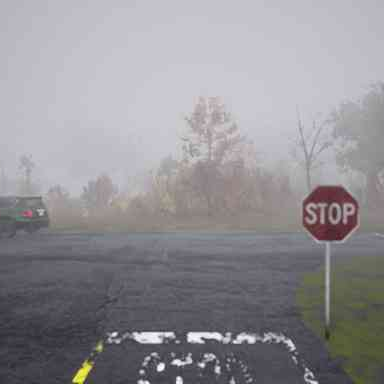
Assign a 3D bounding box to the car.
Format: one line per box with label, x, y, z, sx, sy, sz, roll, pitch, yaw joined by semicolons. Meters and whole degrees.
car;-10.241;1.208;17.122;5.566;2.045;2.150;0;0;9
